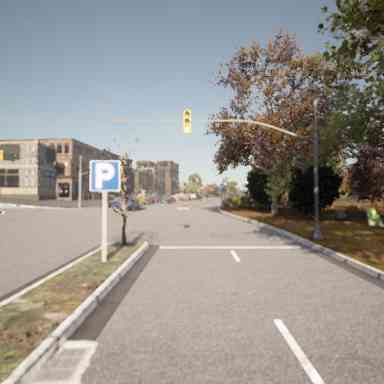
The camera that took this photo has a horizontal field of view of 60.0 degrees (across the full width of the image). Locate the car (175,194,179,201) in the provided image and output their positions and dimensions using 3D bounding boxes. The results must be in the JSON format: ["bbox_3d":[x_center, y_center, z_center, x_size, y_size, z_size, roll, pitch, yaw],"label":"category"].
[{"bbox_3d":[-6.780,1.801,87.402,5.008,1.535,2.097,-1,0,-11],"label":"car"}]

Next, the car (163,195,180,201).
[{"bbox_3d":[-5.749,1.707,93.361,4.553,1.767,2.185,-1,0,-10],"label":"car"}]

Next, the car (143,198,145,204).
[{"bbox_3d":[-10.906,1.613,54.508,5.366,1.575,1.946,-1,-1,-15],"label":"car"}]

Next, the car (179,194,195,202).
[{"bbox_3d":[-1.402,1.828,90.676,2.128,1.511,4.902,0,0,9],"label":"car"}]

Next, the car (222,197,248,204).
[{"bbox_3d":[8.592,1.667,65.947,4.674,1.452,2.002,1,-1,-13],"label":"car"}]

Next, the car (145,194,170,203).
[{"bbox_3d":[-8.151,1.501,78.462,5.566,2.045,2.435,-1,-1,-12],"label":"car"}]

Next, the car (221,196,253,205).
[{"bbox_3d":[8.087,1.597,60.107,5.366,1.575,1.946,1,0,-13],"label":"car"}]

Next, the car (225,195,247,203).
[{"bbox_3d":[10.211,1.558,77.687,4.553,1.767,2.185,1,0,-11],"label":"car"}]

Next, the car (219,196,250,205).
[{"bbox_3d":[8.064,1.607,62.959,5.366,1.575,1.946,1,0,-13],"label":"car"}]

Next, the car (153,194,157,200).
[{"bbox_3d":[-9.767,1.726,66.468,4.674,1.452,2.002,-1,0,-13],"label":"car"}]

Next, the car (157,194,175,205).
[{"bbox_3d":[-5.086,1.723,65.531,1.812,1.442,4.674,0,1,7],"label":"car"}]

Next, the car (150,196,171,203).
[{"bbox_3d":[-7.734,1.769,81.440,5.008,1.535,2.097,-1,-1,-12],"label":"car"}]

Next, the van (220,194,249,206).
[{"bbox_3d":[7.178,1.341,54.144,4.442,1.987,1.878,1,0,-14],"label":"van"}]

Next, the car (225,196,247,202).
[{"bbox_3d":[10.611,1.697,80.615,5.008,1.535,2.097,1,0,-11],"label":"car"}]

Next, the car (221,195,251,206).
[{"bbox_3d":[7.556,1.457,57.114,4.553,1.767,2.185,1,0,-14],"label":"car"}]

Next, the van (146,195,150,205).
[{"bbox_3d":[-10.357,1.426,60.502,4.442,1.987,1.878,-1,-1,-14],"label":"van"}]

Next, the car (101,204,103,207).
[{"bbox_3d":[-11.545,1.639,51.515,4.792,1.488,2.163,-1,0,-15],"label":"car"}]

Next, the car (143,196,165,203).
[{"bbox_3d":[-8.596,1.776,75.454,4.674,1.452,2.002,-1,0,-12],"label":"car"}]

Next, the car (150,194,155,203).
[{"bbox_3d":[-10.135,1.671,63.472,4.892,1.521,2.231,-1,-1,-14],"label":"car"}]

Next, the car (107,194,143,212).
[{"bbox_3d":[-7.616,1.249,38.420,2.150,2.045,5.566,1,-1,4],"label":"car"}]
